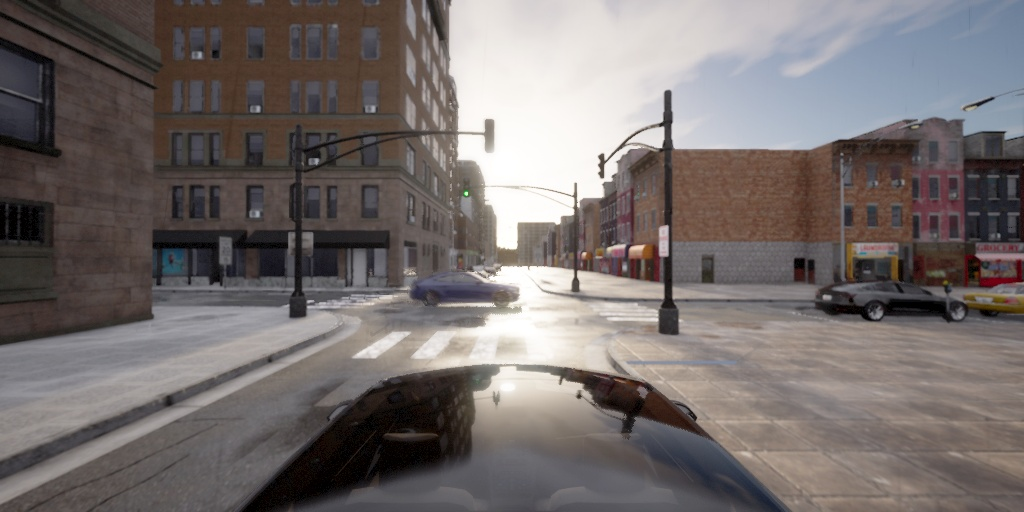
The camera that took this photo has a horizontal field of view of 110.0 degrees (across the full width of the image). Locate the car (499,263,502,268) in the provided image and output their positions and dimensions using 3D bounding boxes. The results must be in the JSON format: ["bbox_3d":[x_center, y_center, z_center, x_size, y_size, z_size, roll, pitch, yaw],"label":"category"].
[{"bbox_3d":[-2.820,1.912,63.644,2.128,1.511,4.902,0,-1,0],"label":"car"}]

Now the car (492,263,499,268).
[{"bbox_3d":[-2.886,1.684,42.724,1.994,1.385,4.181,0,-1,0],"label":"car"}]

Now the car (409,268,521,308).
[{"bbox_3d":[-1.955,1.373,15.232,4.674,1.442,1.812,0,0,0],"label":"car"}]

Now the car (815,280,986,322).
[{"bbox_3d":[13.203,1.521,12.654,4.313,1.339,1.948,0,0,0],"label":"car"}]

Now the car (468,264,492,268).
[{"bbox_3d":[-2.877,1.480,28.802,1.812,1.442,4.674,0,0,0],"label":"car"}]

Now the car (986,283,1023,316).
[{"bbox_3d":[18.996,1.525,12.672,4.829,1.417,1.751,0,0,0],"label":"car"}]
